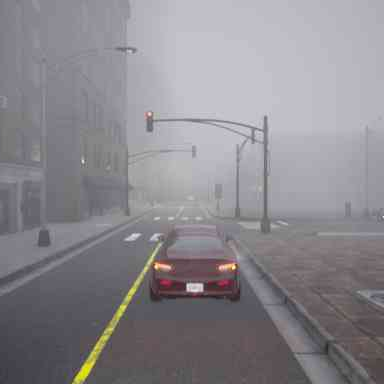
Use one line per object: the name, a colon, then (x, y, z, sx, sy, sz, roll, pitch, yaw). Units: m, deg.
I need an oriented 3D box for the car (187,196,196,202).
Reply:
car: (-0.076, 1.558, 76.160, 1.812, 1.442, 4.674, 0, 0, 0)

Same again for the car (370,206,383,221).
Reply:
car: (15.393, 1.287, 23.908, 4.553, 1.767, 2.097, 0, 0, 0)

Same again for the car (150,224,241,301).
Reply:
car: (0.083, 1.525, 8.184, 1.812, 1.442, 4.674, 0, 0, 1)
